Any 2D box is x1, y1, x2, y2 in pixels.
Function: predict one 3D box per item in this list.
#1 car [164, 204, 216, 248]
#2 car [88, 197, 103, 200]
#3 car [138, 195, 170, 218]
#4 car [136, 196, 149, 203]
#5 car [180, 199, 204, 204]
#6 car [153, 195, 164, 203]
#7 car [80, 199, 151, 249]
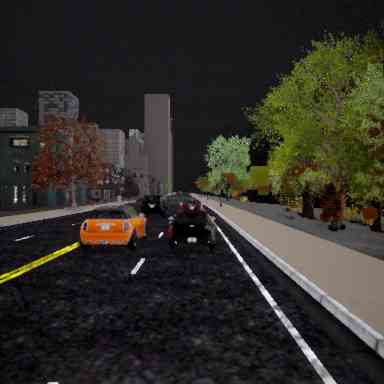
[{"bbox_3d":[0.000,1.511,14.651,1.837,1.490,4.892,0,0,0],"label":"car"},{"bbox_3d":[-23.942,1.805,83.397,4.313,1.339,1.947,-1,1,-1],"label":"car"},{"bbox_3d":[-3.249,1.249,29.681,2.150,2.045,5.566,0,0,0],"label":"car"},{"bbox_3d":[-10.254,1.496,69.315,2.033,1.411,5.357,0,0,-1],"label":"car"},{"bbox_3d":[0.000,1.358,29.621,2.097,1.767,4.553,0,0,0],"label":"car"},{"bbox_3d":[-7.012,1.462,69.787,1.882,1.535,5.008,0,0,-1],"label":"car"},{"bbox_3d":[-3.250,1.360,14.620,2.097,1.767,4.553,0,0,0],"label":"car"}]
